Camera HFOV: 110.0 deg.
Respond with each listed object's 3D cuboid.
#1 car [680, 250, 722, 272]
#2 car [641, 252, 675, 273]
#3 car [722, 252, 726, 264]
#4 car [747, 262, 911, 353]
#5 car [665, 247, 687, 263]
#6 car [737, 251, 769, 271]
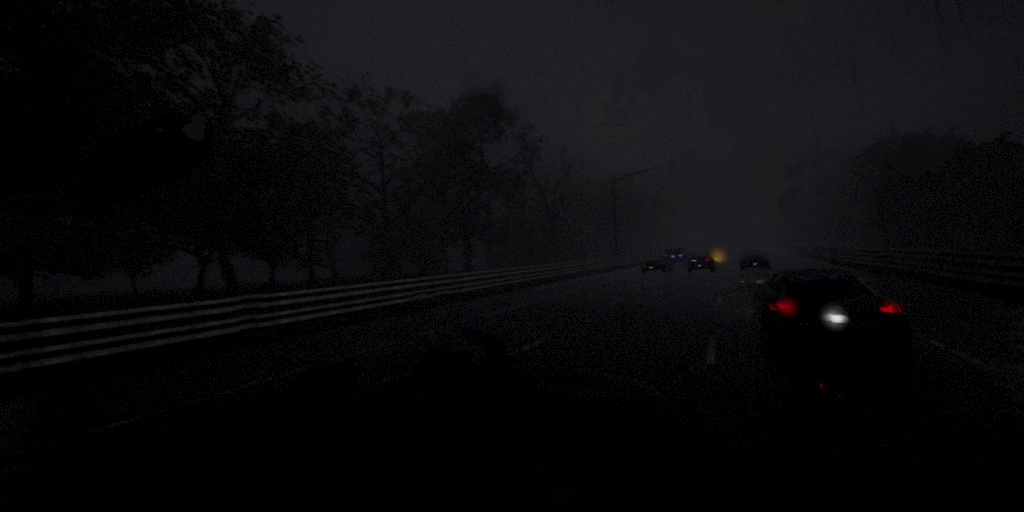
[{"bbox_3d":[15.435,0.468,29.099,2.128,1.511,4.902,-3,0,33],"label":"car"},{"bbox_3d":[12.494,0.675,30.992,1.812,1.442,4.674,-3,0,33],"label":"car"},{"bbox_3d":[22.992,0.072,40.616,1.882,1.535,5.008,-3,0,34],"label":"car"},{"bbox_3d":[6.470,0.966,7.746,1.994,1.385,4.181,-3,0,31],"label":"car"},{"bbox_3d":[18.697,0.062,40.542,2.150,2.045,5.566,-3,0,34],"label":"car"},{"bbox_3d":[18.749,0.308,27.783,1.812,1.442,4.674,-3,0,33],"label":"car"}]
